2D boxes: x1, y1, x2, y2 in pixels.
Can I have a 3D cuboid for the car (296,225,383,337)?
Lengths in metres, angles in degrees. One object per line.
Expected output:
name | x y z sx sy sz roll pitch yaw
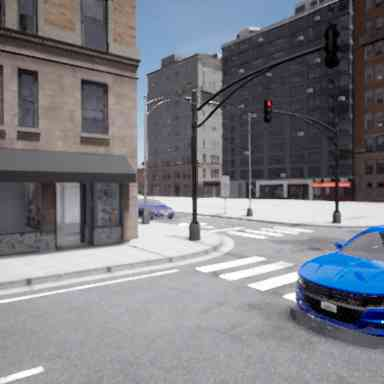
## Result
car | 4.086 1.407 6.441 5.008 1.535 1.882 -1 1 -35

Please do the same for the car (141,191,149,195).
car | -11.819 0.383 92.082 4.902 1.511 2.128 -1 1 -44

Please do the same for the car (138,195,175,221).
car | -3.079 1.215 24.387 1.812 1.442 4.674 -1 1 -35
